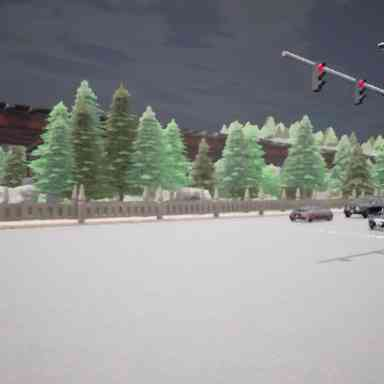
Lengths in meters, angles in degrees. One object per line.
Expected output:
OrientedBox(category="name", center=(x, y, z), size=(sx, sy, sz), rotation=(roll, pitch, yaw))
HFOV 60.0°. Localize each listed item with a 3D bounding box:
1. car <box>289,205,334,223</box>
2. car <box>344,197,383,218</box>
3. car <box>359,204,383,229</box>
OrientedBox(category="car", center=(10.259, 1.824, 28.511), size=(4.181, 1.385, 1.994), rotation=(1, 0, -36))
OrientedBox(category="car", center=(17.807, 1.578, 33.899), size=(5.566, 2.045, 2.150), rotation=(1, 0, -35))
OrientedBox(category="car", center=(13.699, 1.743, 22.327), size=(4.902, 1.511, 2.128), rotation=(1, 0, -37))
